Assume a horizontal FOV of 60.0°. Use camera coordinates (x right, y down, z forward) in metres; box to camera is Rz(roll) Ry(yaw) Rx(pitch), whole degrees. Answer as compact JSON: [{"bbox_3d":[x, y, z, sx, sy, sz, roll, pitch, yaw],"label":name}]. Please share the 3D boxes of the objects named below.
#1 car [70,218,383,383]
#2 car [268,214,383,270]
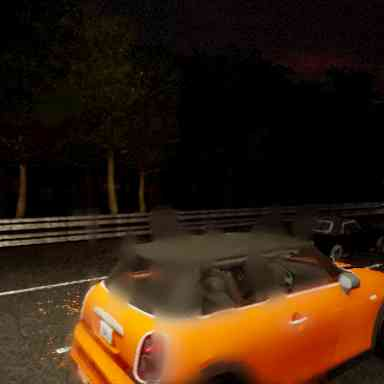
[{"bbox_3d":[0.908,1.342,4.404,4.553,1.767,2.097,0,0,-36],"label":"car"},{"bbox_3d":[4.992,1.561,11.642,4.718,1.301,1.895,0,0,-36],"label":"car"}]
